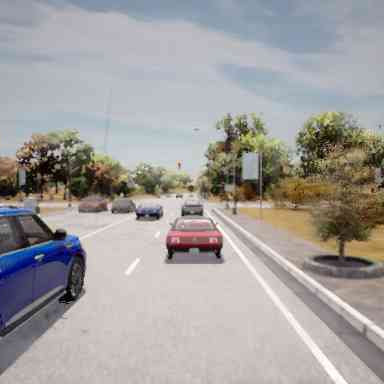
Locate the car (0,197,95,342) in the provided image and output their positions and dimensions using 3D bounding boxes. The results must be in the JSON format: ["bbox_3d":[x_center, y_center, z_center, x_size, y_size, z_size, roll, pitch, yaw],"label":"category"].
[{"bbox_3d":[-3.409,1.210,5.049,2.150,2.045,5.566,0,0,0],"label":"car"}]

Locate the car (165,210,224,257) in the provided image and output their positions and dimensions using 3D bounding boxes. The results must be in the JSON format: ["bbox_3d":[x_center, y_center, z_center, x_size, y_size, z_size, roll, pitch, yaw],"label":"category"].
[{"bbox_3d":[0.072,1.571,12.814,1.895,1.301,4.718,0,0,0],"label":"car"}]

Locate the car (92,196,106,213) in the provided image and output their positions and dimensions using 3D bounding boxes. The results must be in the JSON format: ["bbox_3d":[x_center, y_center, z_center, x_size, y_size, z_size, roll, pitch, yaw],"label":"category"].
[{"bbox_3d":[-10.620,1.270,35.871,2.097,1.767,4.553,0,0,0],"label":"car"}]

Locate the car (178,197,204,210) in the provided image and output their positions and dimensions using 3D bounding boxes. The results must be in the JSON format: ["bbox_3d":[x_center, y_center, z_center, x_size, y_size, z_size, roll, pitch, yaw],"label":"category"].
[{"bbox_3d":[0.025,1.424,28.832,2.128,1.511,4.902,0,0,0],"label":"car"}]

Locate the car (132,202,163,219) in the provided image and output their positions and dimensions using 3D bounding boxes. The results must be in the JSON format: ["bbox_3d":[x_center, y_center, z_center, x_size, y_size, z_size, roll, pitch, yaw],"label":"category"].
[{"bbox_3d":[-3.473,1.536,27.963,1.895,1.301,4.718,0,0,0],"label":"car"}]

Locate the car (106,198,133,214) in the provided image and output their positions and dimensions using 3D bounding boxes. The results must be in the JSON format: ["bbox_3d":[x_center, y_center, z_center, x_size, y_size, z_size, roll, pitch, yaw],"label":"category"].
[{"bbox_3d":[-7.128,1.427,34.749,1.837,1.490,4.892,0,0,0],"label":"car"}]
